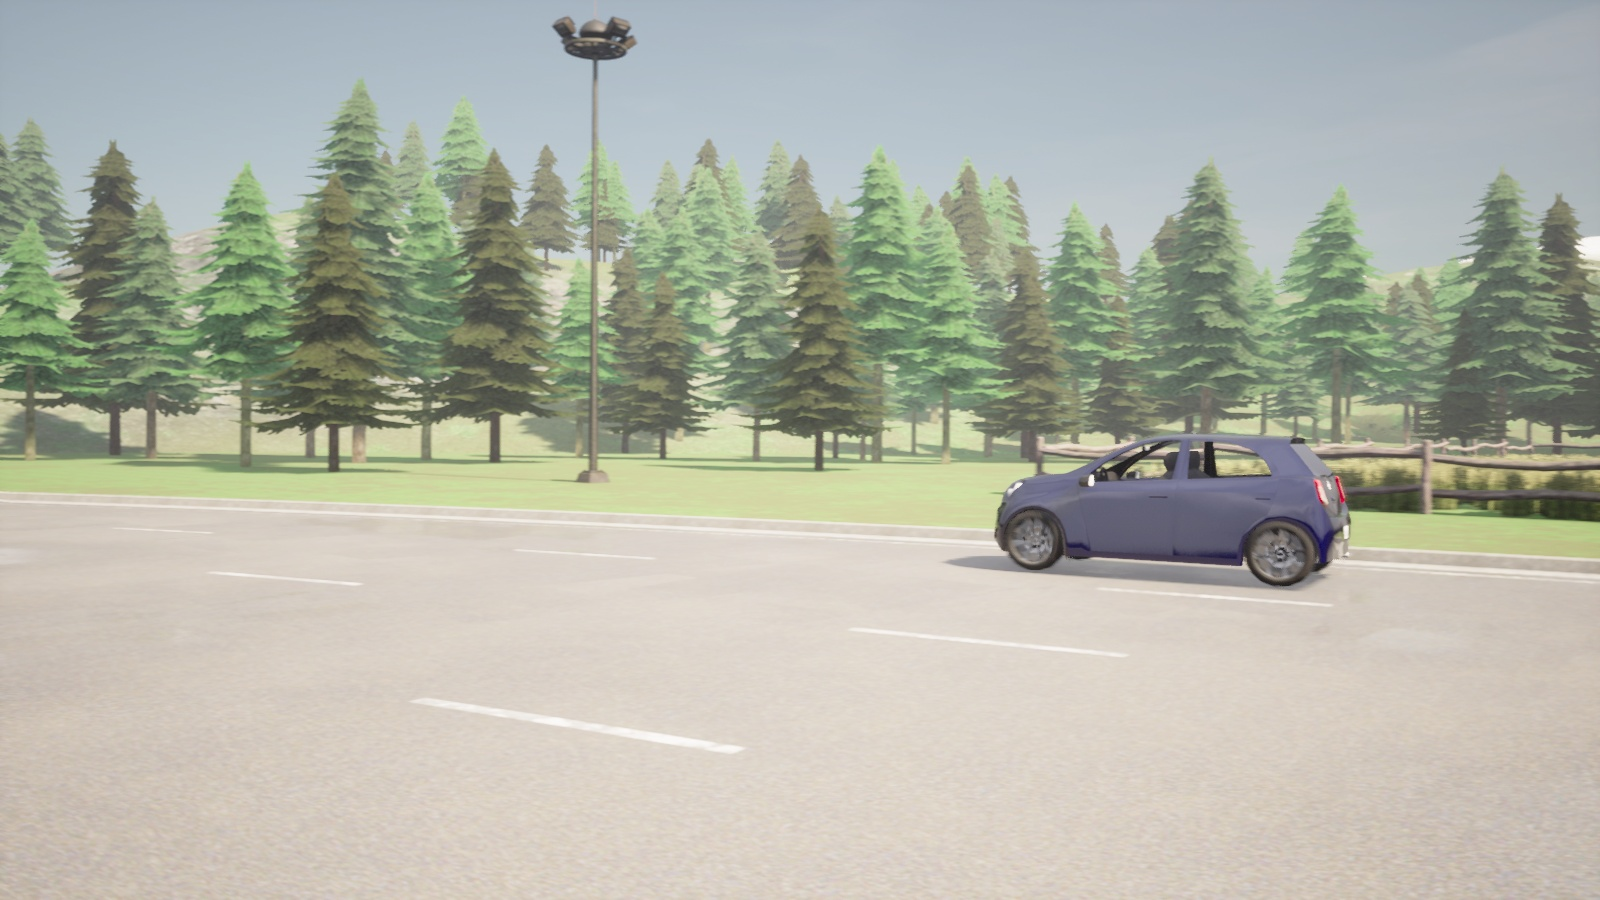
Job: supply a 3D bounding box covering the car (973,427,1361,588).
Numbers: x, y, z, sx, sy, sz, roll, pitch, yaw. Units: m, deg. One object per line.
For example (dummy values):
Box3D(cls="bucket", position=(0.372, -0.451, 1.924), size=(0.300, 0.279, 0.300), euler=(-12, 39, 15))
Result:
Box3D(cls="car", position=(3.909, 0.523, 13.448), size=(3.633, 1.501, 1.845), euler=(0, 1, 31))
